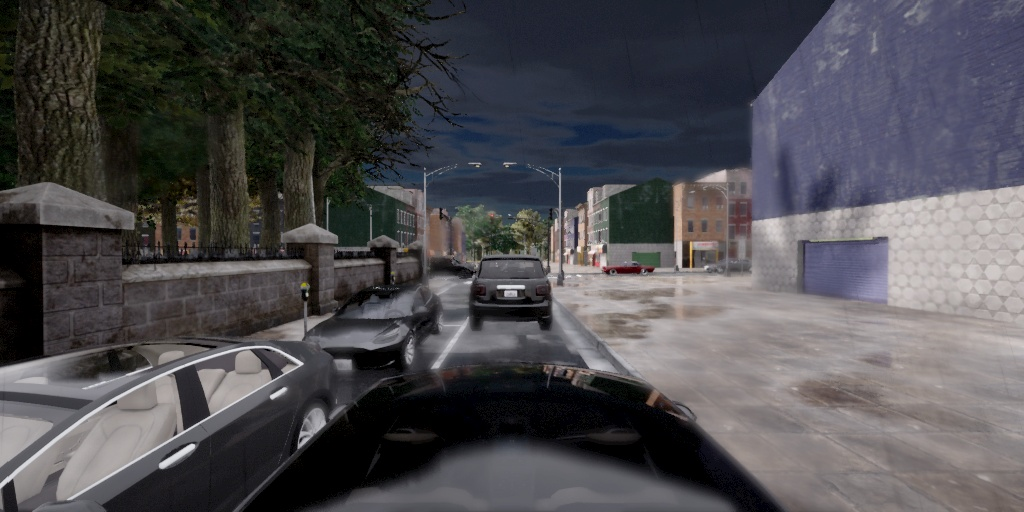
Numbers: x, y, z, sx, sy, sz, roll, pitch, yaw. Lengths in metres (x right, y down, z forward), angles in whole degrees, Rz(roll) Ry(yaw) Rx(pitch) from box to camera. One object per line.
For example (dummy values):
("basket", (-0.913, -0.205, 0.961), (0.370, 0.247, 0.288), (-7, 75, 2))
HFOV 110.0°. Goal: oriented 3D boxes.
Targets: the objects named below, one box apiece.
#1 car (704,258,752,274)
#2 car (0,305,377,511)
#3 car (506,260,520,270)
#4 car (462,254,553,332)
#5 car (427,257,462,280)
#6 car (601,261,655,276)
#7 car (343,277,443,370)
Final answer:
("car", (21.027, 0.942, 34.296), (4.902, 1.511, 2.128), (-1, 1, 0))
("car", (-2.641, 1.300, 2.047), (2.007, 1.370, 4.403), (0, 0, 0))
("car", (0.183, 1.363, 53.847), (2.033, 1.411, 5.357), (0, 0, 0))
("car", (-0.012, 0.973, 11.045), (2.150, 2.045, 5.566), (0, 0, 0))
("car", (-5.809, 1.075, 31.386), (5.566, 2.045, 2.150), (-1, 0, 0))
("car", (10.989, 1.186, 34.310), (4.718, 1.301, 1.895), (-1, 1, 0))
("car", (-2.635, 1.316, 7.736), (1.948, 1.339, 4.313), (0, 0, 0))
